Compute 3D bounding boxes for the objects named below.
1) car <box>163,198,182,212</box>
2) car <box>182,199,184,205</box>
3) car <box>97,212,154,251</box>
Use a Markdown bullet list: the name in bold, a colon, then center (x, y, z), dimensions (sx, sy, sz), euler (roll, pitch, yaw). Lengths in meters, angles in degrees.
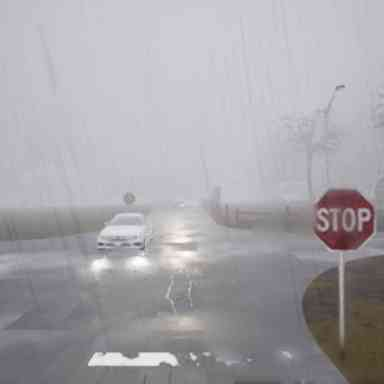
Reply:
- **car**: center (-2.724, 1.814, 44.198), dimensions (1.882, 1.535, 5.008), euler (0, 0, 0)
- **car**: center (-2.707, 2.089, 73.145), dimensions (2.033, 1.411, 5.357), euler (0, -1, 0)
- **car**: center (-2.741, 1.656, 14.641), dimensions (1.812, 1.442, 4.674), euler (0, 0, 0)
